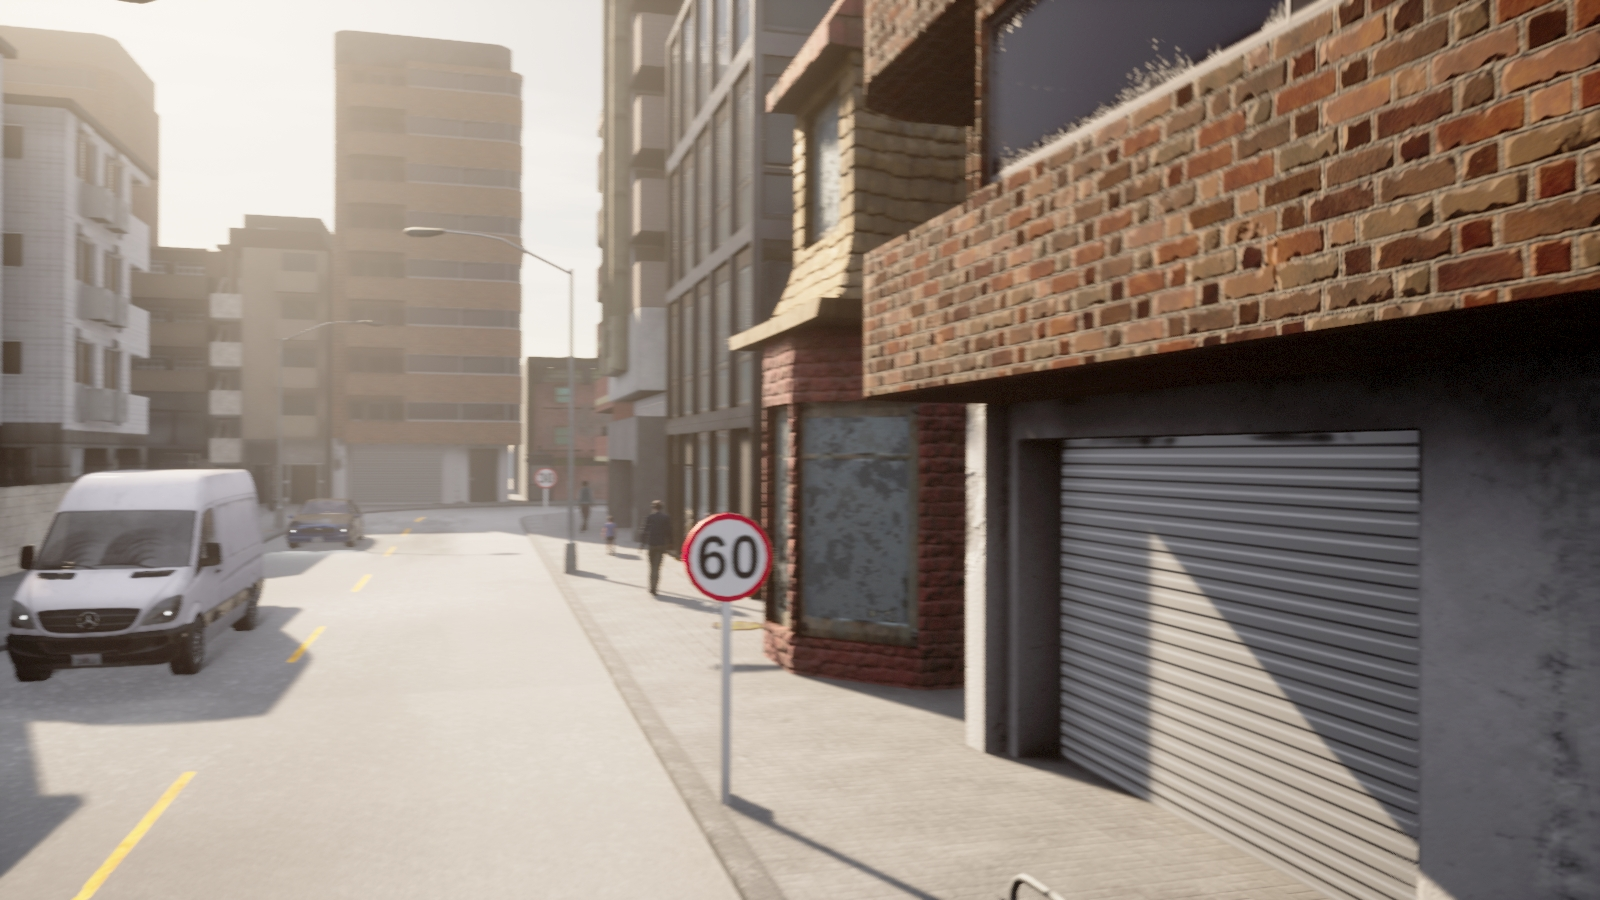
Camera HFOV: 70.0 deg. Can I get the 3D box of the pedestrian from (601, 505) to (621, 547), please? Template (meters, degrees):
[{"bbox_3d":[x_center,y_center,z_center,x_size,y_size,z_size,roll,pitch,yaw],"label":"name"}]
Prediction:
[{"bbox_3d":[-5.054,2.019,30.513,0.500,1.100,0.500,0,0,-13],"label":"pedestrian"}]

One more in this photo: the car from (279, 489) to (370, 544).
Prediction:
[{"bbox_3d":[-14.576,1.990,35.324,2.033,1.411,5.357,0,0,-16],"label":"car"}]

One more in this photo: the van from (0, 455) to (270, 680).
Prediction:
[{"bbox_3d":[-9.094,1.355,16.132,1.988,2.561,5.915,0,0,-16],"label":"van"}]

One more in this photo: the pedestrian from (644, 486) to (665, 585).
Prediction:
[{"bbox_3d":[-2.749,1.609,21.614,0.375,1.860,0.375,0,0,-6],"label":"pedestrian"}]

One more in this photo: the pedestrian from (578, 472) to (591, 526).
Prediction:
[{"bbox_3d":[-7.373,1.671,39.052,0.375,1.860,0.375,0,0,-1],"label":"pedestrian"}]
